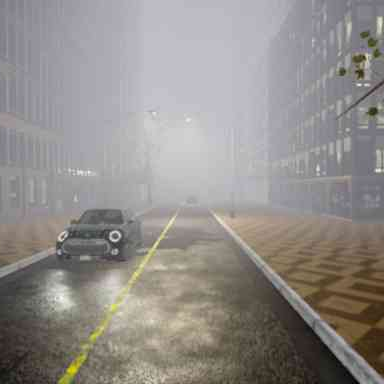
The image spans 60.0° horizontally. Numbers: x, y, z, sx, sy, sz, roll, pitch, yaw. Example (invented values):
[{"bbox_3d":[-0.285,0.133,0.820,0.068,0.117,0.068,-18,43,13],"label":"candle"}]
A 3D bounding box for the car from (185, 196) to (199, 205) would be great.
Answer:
[{"bbox_3d":[-0.006,1.355,54.057,1.837,1.490,4.892,0,0,0],"label":"car"}]

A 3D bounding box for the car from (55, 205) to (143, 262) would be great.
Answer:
[{"bbox_3d":[-3.080,1.312,11.857,2.097,1.767,4.553,0,0,0],"label":"car"}]
